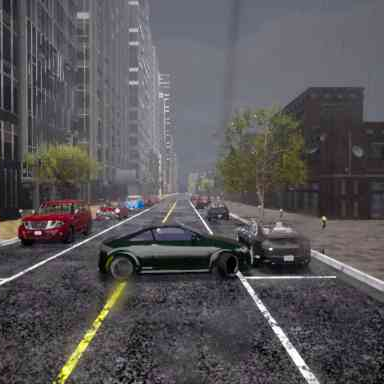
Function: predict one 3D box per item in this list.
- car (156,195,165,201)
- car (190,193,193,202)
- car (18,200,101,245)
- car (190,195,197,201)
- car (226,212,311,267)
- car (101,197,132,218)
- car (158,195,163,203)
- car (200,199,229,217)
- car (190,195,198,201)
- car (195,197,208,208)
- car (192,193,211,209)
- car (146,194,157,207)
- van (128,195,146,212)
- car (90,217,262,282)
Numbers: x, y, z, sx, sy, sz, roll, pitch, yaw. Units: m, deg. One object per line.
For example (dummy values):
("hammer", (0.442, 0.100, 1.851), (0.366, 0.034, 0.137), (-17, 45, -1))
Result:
("car", (-7.858, 1.497, 82.688), (1.752, 1.417, 4.829), (-1, 0, -2))
("car", (0.804, 1.291, 72.003), (2.192, 1.841, 5.009), (-1, 0, -2))
("car", (-6.192, 1.310, 15.734), (2.192, 1.841, 5.009), (-1, 0, -2))
("car", (0.369, 1.551, 88.600), (1.802, 1.307, 4.206), (-1, 0, -2))
("car", (2.548, 1.548, 11.148), (2.008, 1.369, 4.403), (-1, 0, -2))
("car", (-6.393, 1.432, 26.802), (1.967, 1.590, 4.097), (-1, 0, -2))
("car", (-7.423, 1.522, 66.260), (1.887, 1.381, 4.507), (-1, 0, -2))
("car", (2.010, 1.543, 27.007), (2.008, 1.369, 4.403), (-1, 0, -1))
("car", (0.516, 1.537, 83.068), (1.947, 1.339, 4.313), (-1, 0, -2))
("car", (1.389, 1.509, 50.042), (1.752, 1.417, 4.829), (-1, 0, -2))
("car", (1.536, 1.301, 44.340), (2.192, 1.841, 5.009), (-1, 0, -2))
("car", (-6.987, 1.299, 49.660), (2.192, 1.841, 5.009), (-1, 0, -2))
("van", (-6.694, 1.329, 38.595), (1.690, 1.788, 3.998), (-1, 0, -2))
("car", (-0.467, 1.557, 9.320), (4.181, 1.385, 1.994), (0, 0, -7))
